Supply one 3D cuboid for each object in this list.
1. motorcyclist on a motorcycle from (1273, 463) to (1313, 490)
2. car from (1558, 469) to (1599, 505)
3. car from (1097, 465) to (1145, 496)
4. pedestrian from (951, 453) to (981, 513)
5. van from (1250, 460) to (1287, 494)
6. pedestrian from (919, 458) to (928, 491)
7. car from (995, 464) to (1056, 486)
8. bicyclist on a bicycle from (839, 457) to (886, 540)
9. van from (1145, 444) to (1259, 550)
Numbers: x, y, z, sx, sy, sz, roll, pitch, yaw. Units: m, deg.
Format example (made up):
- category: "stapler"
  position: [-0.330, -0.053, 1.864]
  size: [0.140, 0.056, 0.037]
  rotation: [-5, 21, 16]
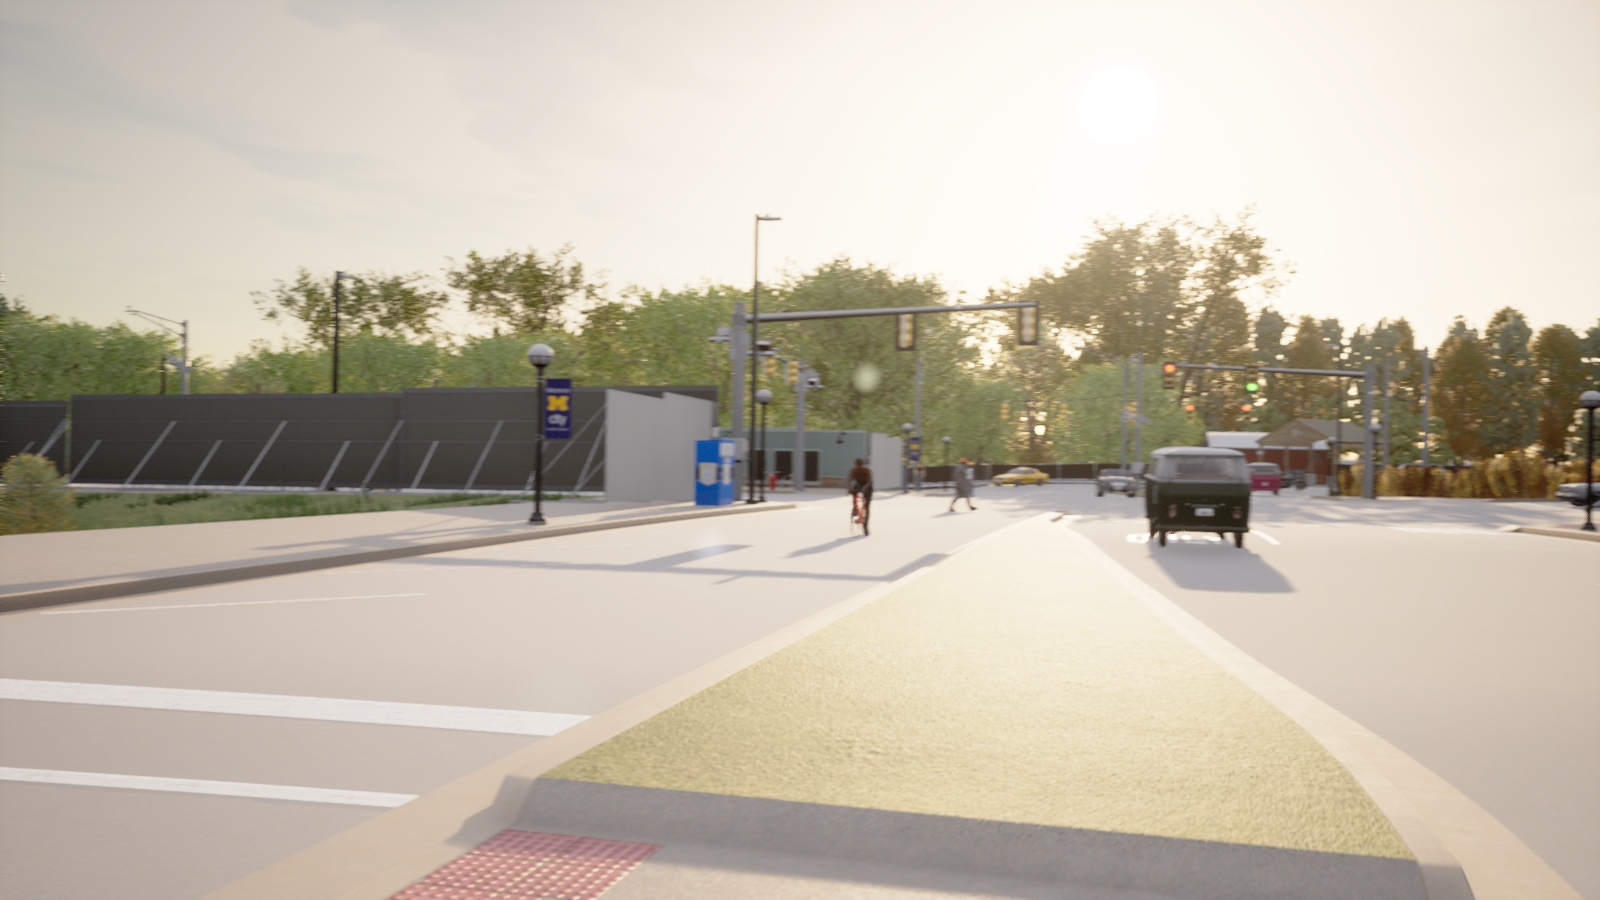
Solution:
- category: "motorcyclist on a motorcycle"
  position: [32.144, 1.732, 81.898]
  size: [2.350, 1.649, 0.766]
  rotation: [-2, 0, 16]
- category: "car"
  position: [31.077, 1.354, 46.549]
  size: [4.718, 1.301, 1.895]
  rotation: [-1, 0, 15]
- category: "car"
  position: [16.595, 1.584, 65.172]
  size: [2.128, 1.511, 4.902]
  rotation: [1, -2, 11]
- category: "pedestrian"
  position: [5.548, 1.093, 42.008]
  size: [0.873, 1.952, 0.659]
  rotation: [1, 0, 18]
- category: "van"
  position: [28.409, 1.607, 76.239]
  size: [1.775, 1.987, 4.442]
  rotation: [-1, 0, 17]
- category: "pedestrian"
  position: [6.987, 1.390, 71.280]
  size: [0.345, 1.836, 0.594]
  rotation: [1, 0, 19]
- category: "car"
  position: [17.279, 1.888, 96.035]
  size: [5.366, 1.575, 1.801]
  rotation: [-1, 0, -44]
- category: "bicyclist on a bicycle"
  position: [1.284, 0.954, 25.539]
  size: [0.582, 1.620, 1.656]
  rotation: [1, 0, 15]
- category: "van"
  position: [8.259, 0.876, 26.115]
  size: [1.775, 1.987, 4.442]
  rotation: [0, 0, 11]
